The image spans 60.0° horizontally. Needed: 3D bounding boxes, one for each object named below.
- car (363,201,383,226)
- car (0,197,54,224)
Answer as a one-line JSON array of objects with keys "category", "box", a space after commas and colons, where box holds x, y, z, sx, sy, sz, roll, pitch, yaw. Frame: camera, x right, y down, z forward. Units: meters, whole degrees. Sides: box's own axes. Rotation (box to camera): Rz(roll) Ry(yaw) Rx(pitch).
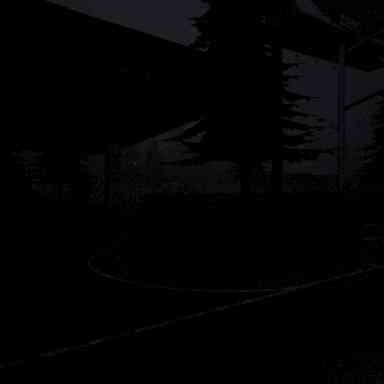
[{"category": "car", "box": [11.394, 1.317, 21.322, 2.128, 1.511, 4.902, 0, 1, -36]}, {"category": "car", "box": [-11.953, 1.313, 23.482, 3.866, 1.878, 1.905, 0, 0, -36]}]
